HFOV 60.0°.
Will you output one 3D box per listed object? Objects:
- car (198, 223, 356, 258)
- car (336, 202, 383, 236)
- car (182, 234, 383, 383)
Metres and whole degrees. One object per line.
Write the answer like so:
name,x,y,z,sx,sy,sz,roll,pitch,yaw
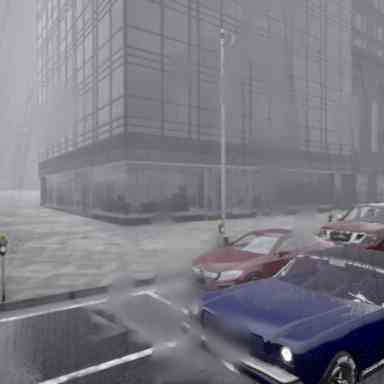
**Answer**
car,1.893,1.569,7.999,4.206,1.307,1.802,0,0,-35
car,6.310,1.291,11.149,5.009,1.841,2.192,0,0,-35
car,2.217,1.591,4.914,4.718,1.301,1.895,0,0,-35
